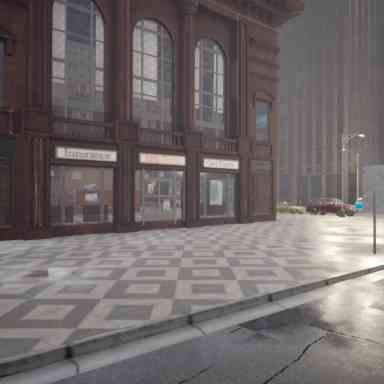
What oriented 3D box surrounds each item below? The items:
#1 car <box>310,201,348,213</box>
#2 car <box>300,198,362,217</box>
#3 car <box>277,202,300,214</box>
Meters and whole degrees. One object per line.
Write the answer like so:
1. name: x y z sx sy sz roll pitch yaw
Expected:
1. car: 17.670 1.899 43.116 1.802 1.307 4.206 -1 0 -35
2. car: 13.953 1.523 33.598 2.192 1.841 5.009 0 0 -35
3. car: 10.809 1.800 38.052 1.752 1.417 4.829 0 0 -35
